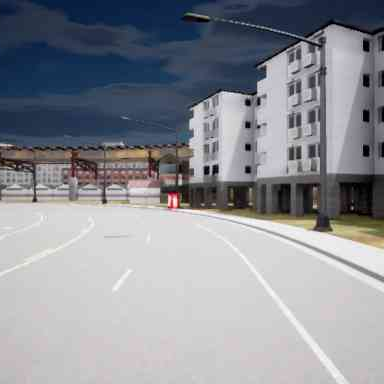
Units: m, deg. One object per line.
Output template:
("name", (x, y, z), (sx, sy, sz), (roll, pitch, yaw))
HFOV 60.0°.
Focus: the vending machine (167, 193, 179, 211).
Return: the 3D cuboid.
("vending machine", (-2.290, 1.177, 40.211), (1.100, 2.100, 0.880), (0, 0, -30))
